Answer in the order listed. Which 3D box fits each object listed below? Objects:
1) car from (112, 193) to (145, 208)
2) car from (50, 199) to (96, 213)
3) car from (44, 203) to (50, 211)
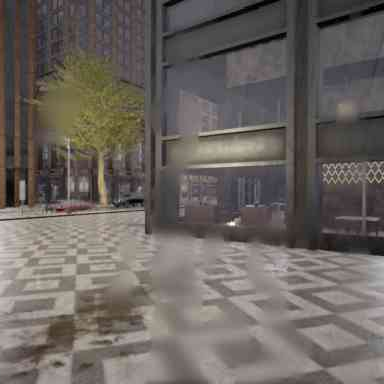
[{"bbox_3d":[-8.435,1.105,46.290,2.150,2.045,5.566,0,0,35],"label":"car"},{"bbox_3d":[-12.303,1.484,35.379,1.994,1.385,4.181,0,0,36],"label":"car"},{"bbox_3d":[-14.516,1.471,37.795,1.994,1.385,4.181,0,0,35],"label":"car"}]
